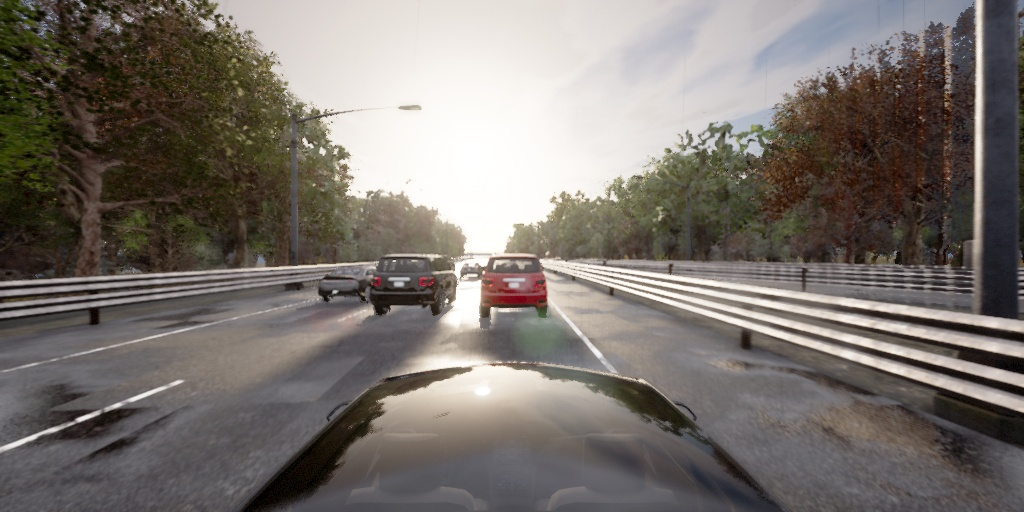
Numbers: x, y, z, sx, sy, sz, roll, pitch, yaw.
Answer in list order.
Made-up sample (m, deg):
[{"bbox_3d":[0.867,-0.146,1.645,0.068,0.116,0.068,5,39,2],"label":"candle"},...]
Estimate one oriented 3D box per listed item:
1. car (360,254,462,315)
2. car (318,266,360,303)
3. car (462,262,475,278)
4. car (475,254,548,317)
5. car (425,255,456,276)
[{"bbox_3d":[-3.460,0.945,13.602,2.150,2.045,5.566,0,0,0],"label":"car"},{"bbox_3d":[-6.992,1.210,16.566,2.128,1.511,4.902,0,0,-1],"label":"car"},{"bbox_3d":[-3.760,1.235,33.547,2.033,1.411,5.357,0,0,-1],"label":"car"},{"bbox_3d":[0.042,0.944,13.217,2.150,2.045,5.566,0,0,0],"label":"car"},{"bbox_3d":[-7.349,0.906,37.446,2.150,2.045,5.566,0,0,-1],"label":"car"}]
